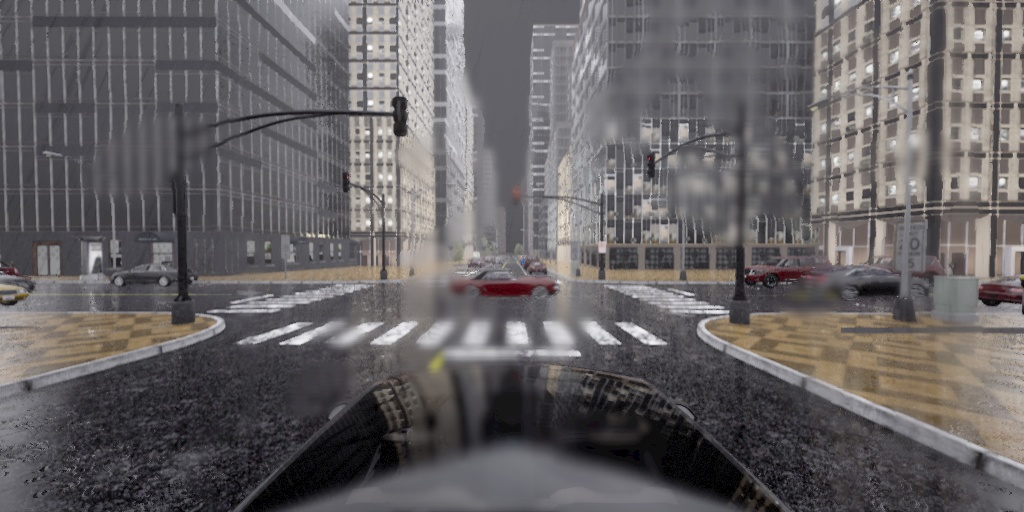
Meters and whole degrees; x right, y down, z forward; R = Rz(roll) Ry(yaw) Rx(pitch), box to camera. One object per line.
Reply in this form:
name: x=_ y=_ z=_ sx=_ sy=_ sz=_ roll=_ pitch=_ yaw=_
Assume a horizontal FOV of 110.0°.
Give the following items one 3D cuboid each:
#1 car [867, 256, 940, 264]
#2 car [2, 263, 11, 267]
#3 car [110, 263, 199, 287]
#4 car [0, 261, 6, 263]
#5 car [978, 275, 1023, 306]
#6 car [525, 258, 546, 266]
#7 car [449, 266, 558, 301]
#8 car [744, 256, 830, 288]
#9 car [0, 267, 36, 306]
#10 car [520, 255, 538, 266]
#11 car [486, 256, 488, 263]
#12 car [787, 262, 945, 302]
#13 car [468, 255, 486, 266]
car: x=22.901 y=0.931 z=21.658 sx=5.009 sy=1.841 sz=2.192 roll=0 pitch=0 yaw=0
car: x=-24.598 y=1.193 z=16.116 sx=4.674 sy=1.442 sz=1.812 roll=0 pitch=1 yaw=0
car: x=-21.441 y=1.105 z=21.577 sx=4.403 sy=1.370 sz=2.007 roll=0 pitch=0 yaw=0
car: x=-32.556 y=0.978 z=21.485 sx=4.097 sy=1.591 sz=1.967 roll=0 pitch=0 yaw=0
car: x=20.185 y=1.358 z=13.515 sx=4.207 sy=1.307 sz=1.802 roll=0 pitch=0 yaw=0
car: x=2.547 y=1.147 z=35.787 sx=1.802 sy=1.307 sz=4.207 roll=0 pitch=0 yaw=0
car: x=-0.331 y=1.273 z=16.171 sx=4.718 sy=1.301 sz=1.895 roll=0 pitch=0 yaw=0
car: x=16.570 y=0.923 z=21.646 sx=5.009 sy=1.841 sz=2.192 roll=0 pitch=0 yaw=0
car: x=-21.256 y=1.242 z=13.439 sx=4.829 sy=1.417 sz=1.751 roll=0 pitch=0 yaw=0
car: x=2.573 y=0.818 z=46.836 sx=2.192 sy=1.841 sz=5.009 roll=0 pitch=0 yaw=0
car: x=-5.290 y=1.024 z=57.864 sx=1.802 sy=1.307 sz=4.207 roll=0 pitch=0 yaw=0
car: x=15.837 y=1.208 z=16.186 sx=4.902 sy=1.511 sz=2.128 roll=0 pitch=1 yaw=0
car: x=-5.293 y=0.913 z=52.339 sx=1.967 sy=1.591 sz=4.097 roll=0 pitch=0 yaw=0
